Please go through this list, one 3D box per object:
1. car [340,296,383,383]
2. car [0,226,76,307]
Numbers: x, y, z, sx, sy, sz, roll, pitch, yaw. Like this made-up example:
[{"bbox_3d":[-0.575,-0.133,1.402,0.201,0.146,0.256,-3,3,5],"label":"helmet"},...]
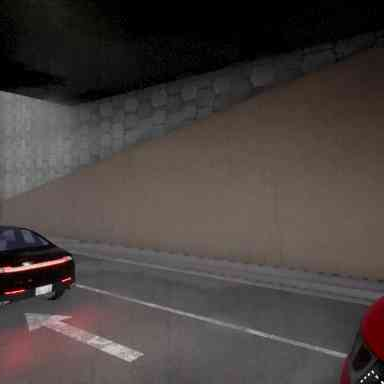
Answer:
[{"bbox_3d":[3.627,1.221,1.357,5.566,2.045,2.150,0,0,35],"label":"car"},{"bbox_3d":[-4.550,1.492,7.215,4.902,1.511,2.128,0,0,36],"label":"car"}]
